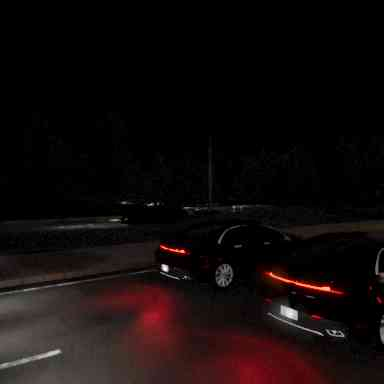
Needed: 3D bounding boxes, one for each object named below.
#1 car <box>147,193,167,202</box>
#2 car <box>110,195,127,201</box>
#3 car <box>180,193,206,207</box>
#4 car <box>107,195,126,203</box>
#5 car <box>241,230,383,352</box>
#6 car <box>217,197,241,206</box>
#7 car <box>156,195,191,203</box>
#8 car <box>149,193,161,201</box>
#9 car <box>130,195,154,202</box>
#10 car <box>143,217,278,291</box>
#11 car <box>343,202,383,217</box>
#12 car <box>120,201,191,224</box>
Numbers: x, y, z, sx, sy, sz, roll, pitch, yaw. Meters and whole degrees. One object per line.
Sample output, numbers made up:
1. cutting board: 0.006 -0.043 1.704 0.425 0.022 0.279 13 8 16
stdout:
1. car: -8.157 1.209 76.142 2.150 2.045 5.566 0 0 -35
2. car: -17.014 1.395 76.581 2.033 1.411 5.357 0 0 -35
3. car: -0.090 1.213 52.259 2.150 2.045 5.566 0 0 -36
4. car: -16.255 1.514 69.402 2.128 1.511 4.902 0 0 -35
5. car: 3.390 1.503 6.217 4.892 1.490 1.837 0 0 -35
6. car: 6.138 1.515 55.621 1.812 1.442 4.674 0 0 -35
7. car: -2.854 1.540 50.121 2.033 1.411 5.357 0 0 -35
8. car: -8.333 1.497 64.115 1.837 1.490 4.892 0 0 -35
9. car: -9.141 1.593 59.127 1.895 1.301 4.718 0 0 -35
10. car: 1.358 1.503 9.066 4.892 1.490 1.837 0 0 -35
11. car: 16.019 1.592 29.303 1.895 1.301 4.718 0 0 -35
12. car: -2.758 1.597 24.534 4.718 1.301 1.895 0 0 -33
